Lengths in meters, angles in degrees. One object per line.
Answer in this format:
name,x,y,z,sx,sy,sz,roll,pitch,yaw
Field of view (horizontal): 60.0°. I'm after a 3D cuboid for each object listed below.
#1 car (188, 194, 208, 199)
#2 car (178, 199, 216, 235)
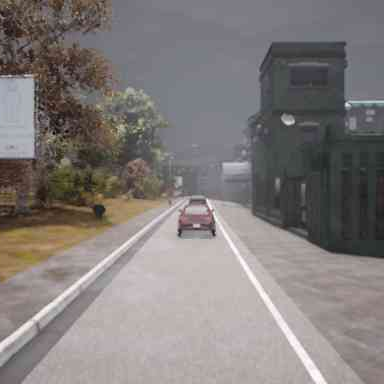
car,0.625,1.034,35.412,1.837,1.490,4.892,0,1,2
car,0.244,1.322,17.355,1.812,1.442,4.674,0,1,1
